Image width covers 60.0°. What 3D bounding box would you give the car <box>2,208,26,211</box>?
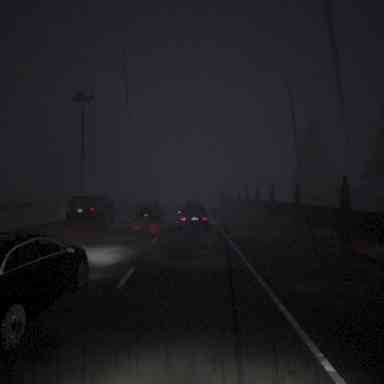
[{"bbox_3d":[-17.585,1.520,32.386,2.128,1.511,4.902,0,0,0],"label":"car"}]

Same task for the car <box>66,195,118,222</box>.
[{"bbox_3d":[-6.891,1.241,23.160,2.150,2.045,5.566,0,0,0],"label":"car"}]

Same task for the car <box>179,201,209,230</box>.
[{"bbox_3d":[0.108,1.565,21.278,2.033,1.411,5.357,0,0,0],"label":"car"}]

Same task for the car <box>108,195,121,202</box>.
[{"bbox_3d":[-17.682,1.542,76.334,1.882,1.535,5.008,0,0,-2],"label":"car"}]

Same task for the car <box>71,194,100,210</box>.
[{"bbox_3d":[-14.066,1.261,44.263,2.150,2.045,5.566,0,0,0],"label":"car"}]

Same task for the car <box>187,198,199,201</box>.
[{"bbox_3d":[0.116,1.513,42.542,1.882,1.535,5.008,0,0,0],"label":"car"}]

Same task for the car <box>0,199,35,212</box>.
[{"bbox_3d":[-21.063,1.560,40.343,1.812,1.442,4.674,0,0,0],"label":"car"}]

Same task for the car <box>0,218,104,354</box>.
[{"bbox_3d":[-3.398,1.497,6.076,2.128,1.511,4.902,0,0,0],"label":"car"}]

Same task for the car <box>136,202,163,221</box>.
[{"bbox_3d":[-3.390,1.548,26.974,1.812,1.442,4.674,0,0,0],"label":"car"}]

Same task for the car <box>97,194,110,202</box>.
[{"bbox_3d":[-21.327,1.410,80.662,2.097,1.767,4.553,0,0,-2],"label":"car"}]
